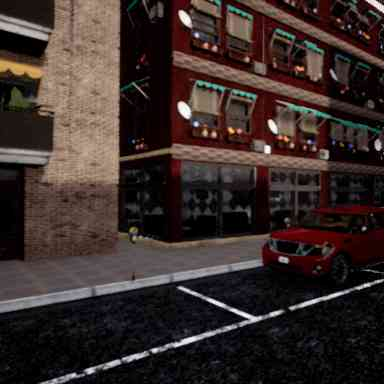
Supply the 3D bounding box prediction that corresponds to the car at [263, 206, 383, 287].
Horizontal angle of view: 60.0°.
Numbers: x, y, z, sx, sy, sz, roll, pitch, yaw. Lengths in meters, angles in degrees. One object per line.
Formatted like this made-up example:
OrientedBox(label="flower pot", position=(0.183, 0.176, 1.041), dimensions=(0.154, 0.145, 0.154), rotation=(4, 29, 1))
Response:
OrientedBox(label="car", position=(4.304, 1.360, 9.631), dimensions=(5.009, 1.841, 2.192), rotation=(0, 0, -36))
